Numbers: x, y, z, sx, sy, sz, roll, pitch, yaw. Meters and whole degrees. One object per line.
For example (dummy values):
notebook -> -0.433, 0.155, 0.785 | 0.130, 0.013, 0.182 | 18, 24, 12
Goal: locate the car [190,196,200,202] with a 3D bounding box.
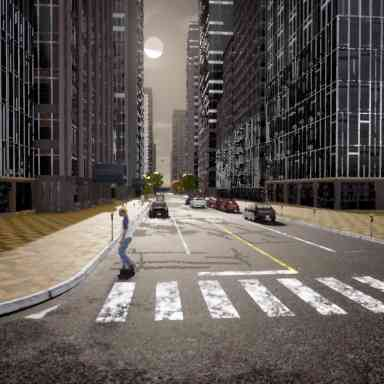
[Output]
car -> 0.595, 1.580, 76.853 | 1.802, 1.307, 4.206 | -1, 0, -5

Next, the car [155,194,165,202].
car -> -7.220, 1.311, 76.104 | 2.192, 1.841, 5.009 | -1, 0, -5

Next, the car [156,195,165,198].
car -> -4.091, 1.512, 42.187 | 1.752, 1.417, 4.829 | -1, 0, -5

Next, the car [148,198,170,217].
car -> -3.070, 1.553, 31.107 | 1.947, 1.339, 4.313 | -1, 0, -5

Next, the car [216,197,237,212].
car -> 4.224, 1.570, 37.478 | 1.802, 1.307, 4.206 | -1, 0, -5

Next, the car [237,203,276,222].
car -> 5.260, 1.540, 26.229 | 2.008, 1.369, 4.403 | -1, 0, -5

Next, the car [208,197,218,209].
car -> 3.705, 1.533, 43.103 | 1.887, 1.381, 4.507 | -1, 0, -5

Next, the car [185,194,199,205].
car -> -0.096, 1.554, 57.898 | 1.994, 1.385, 4.181 | 0, 0, -5

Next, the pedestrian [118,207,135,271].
pedestrian -> -1.821, 1.287, 9.402 | 0.375, 1.860, 0.375 | -1, 1, -5

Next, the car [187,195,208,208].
car -> 0.818, 1.514, 48.018 | 1.812, 1.442, 4.674 | 0, 0, -5

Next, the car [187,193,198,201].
car -> 0.073, 1.316, 82.478 | 2.192, 1.841, 5.009 | -1, 0, -5

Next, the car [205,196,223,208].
car -> 3.185, 1.429, 48.728 | 1.967, 1.590, 4.097 | -1, 0, -5

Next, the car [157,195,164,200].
car -> -8.772, 1.589, 92.978 | 1.802, 1.307, 4.206 | -1, 0, -5
